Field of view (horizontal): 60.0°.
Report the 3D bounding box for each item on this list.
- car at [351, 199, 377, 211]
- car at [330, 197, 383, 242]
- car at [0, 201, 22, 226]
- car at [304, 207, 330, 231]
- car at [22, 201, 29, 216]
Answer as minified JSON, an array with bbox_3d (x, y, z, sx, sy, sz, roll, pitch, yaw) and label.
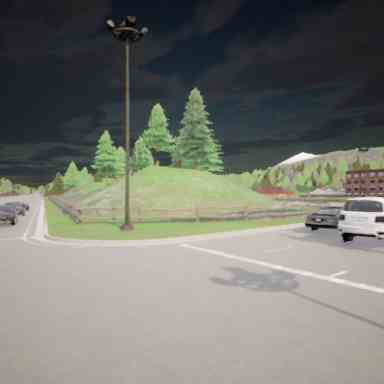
[{"bbox_3d":[22.525,1.644,43.736,1.812,1.442,4.674,0,0,12],"label":"car"},{"bbox_3d":[8.917,1.263,15.615,5.566,2.045,2.150,0,0,-42],"label":"car"},{"bbox_3d":[-13.960,1.642,24.624,1.837,1.490,4.892,0,0,-24],"label":"car"},{"bbox_3d":[8.846,1.607,20.290,5.357,1.411,2.033,0,0,-44],"label":"car"},{"bbox_3d":[-17.948,1.748,33.643,1.994,1.385,4.181,0,0,-24],"label":"car"}]
